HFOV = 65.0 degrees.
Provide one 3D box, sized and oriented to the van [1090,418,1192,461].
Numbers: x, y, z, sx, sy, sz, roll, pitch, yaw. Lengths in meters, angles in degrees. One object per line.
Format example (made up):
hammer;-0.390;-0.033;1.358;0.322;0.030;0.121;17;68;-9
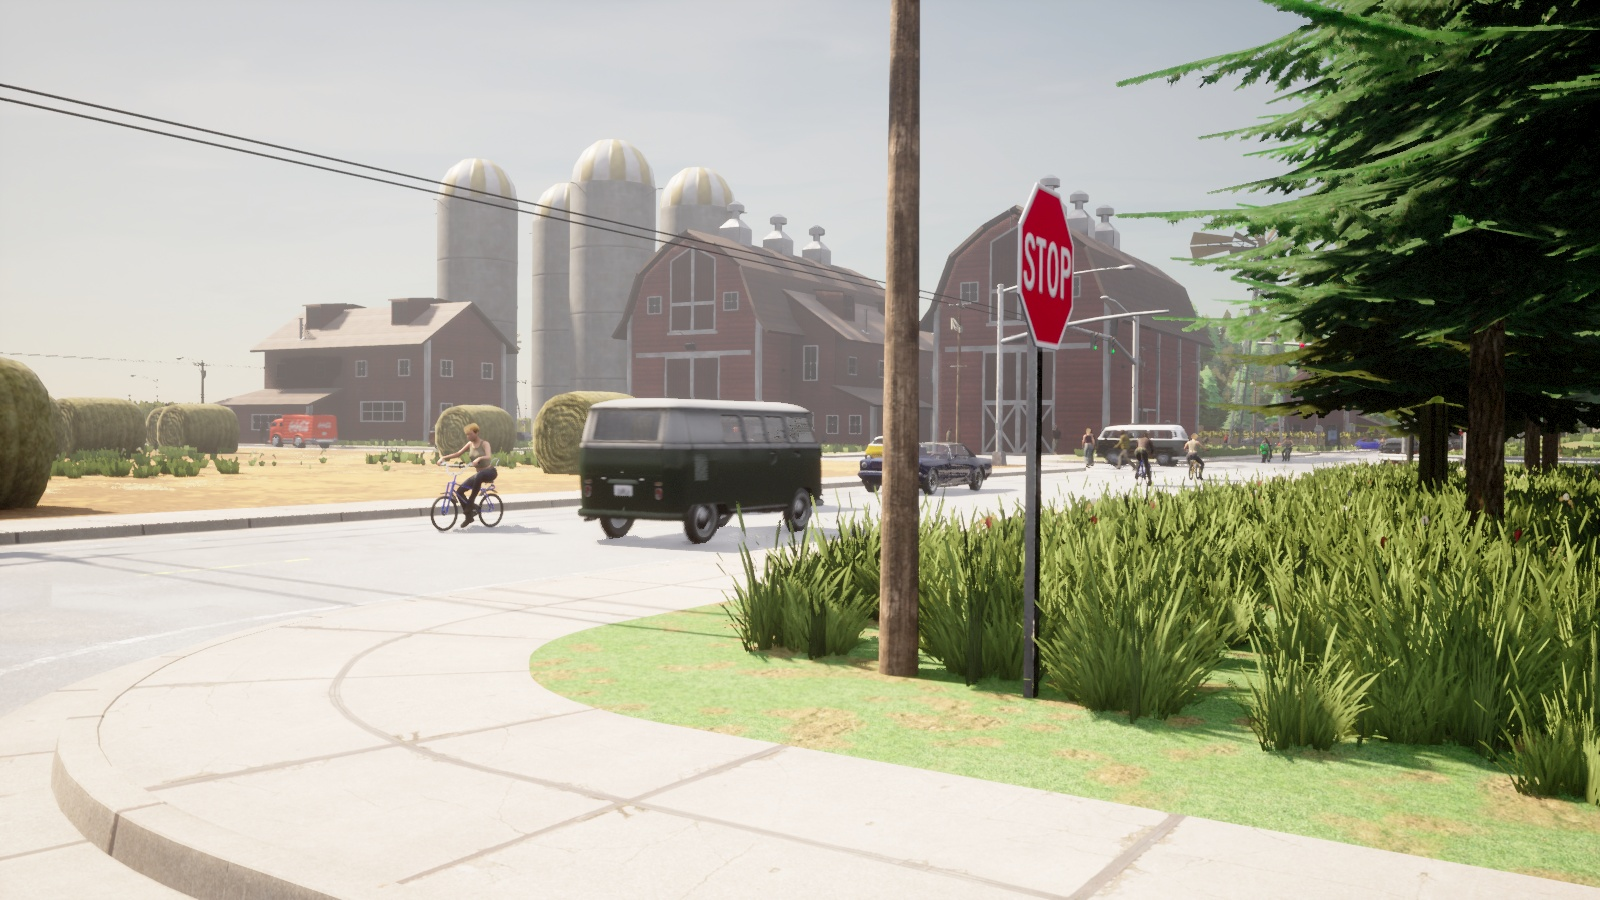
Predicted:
van;16.812;-0.532;61.954;4.480;2.038;2.069;0;1;30

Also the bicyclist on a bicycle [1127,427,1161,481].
bicyclist on a bicycle;10.448;0.104;38.093;0.582;1.620;1.656;0;1;31

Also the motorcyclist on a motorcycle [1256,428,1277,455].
motorcyclist on a motorcycle;26.969;-0.487;72.584;0.797;1.523;2.044;0;1;31

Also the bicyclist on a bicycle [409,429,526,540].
bicyclist on a bicycle;-5.018;0.488;19.032;0.866;1.612;1.509;0;1;31

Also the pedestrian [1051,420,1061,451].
pedestrian;15.407;-0.891;75.543;0.431;1.840;0.703;-1;1;0

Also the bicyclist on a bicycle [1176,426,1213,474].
bicyclist on a bicycle;13.684;-0.015;43.524;0.866;1.612;1.509;0;1;31

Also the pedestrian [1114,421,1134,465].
pedestrian;13.818;-0.296;53.558;0.726;1.835;0.370;0;1;31

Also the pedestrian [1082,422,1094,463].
pedestrian;12.874;-0.348;56.181;0.345;1.836;0.594;-1;1;-4

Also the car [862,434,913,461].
car;4.517;-0.138;64.968;2.207;1.376;1.481;0;1;30

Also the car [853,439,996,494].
car;3.359;0.385;33.049;1.895;1.301;4.718;0;1;31

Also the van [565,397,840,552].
van;-1.269;0.278;18.484;1.775;1.987;4.442;0;1;31
